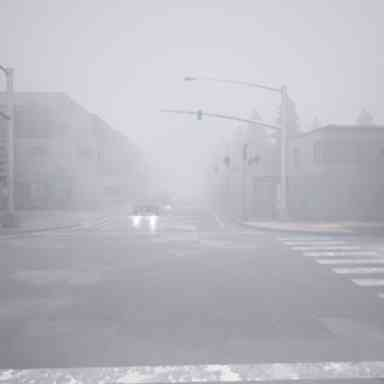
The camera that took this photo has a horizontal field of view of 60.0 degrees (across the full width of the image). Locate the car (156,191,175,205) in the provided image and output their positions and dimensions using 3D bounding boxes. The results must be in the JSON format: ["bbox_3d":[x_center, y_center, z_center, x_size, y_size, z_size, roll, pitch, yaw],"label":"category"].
[{"bbox_3d":[-3.591,0.665,40.345,2.097,1.767,4.553,0,1,0],"label":"car"}]

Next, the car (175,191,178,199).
[{"bbox_3d":[-3.504,0.545,59.838,2.033,1.411,5.357,0,1,0],"label":"car"}]

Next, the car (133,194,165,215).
[{"bbox_3d":[-3.598,1.095,27.326,1.994,1.385,4.181,0,1,0],"label":"car"}]
